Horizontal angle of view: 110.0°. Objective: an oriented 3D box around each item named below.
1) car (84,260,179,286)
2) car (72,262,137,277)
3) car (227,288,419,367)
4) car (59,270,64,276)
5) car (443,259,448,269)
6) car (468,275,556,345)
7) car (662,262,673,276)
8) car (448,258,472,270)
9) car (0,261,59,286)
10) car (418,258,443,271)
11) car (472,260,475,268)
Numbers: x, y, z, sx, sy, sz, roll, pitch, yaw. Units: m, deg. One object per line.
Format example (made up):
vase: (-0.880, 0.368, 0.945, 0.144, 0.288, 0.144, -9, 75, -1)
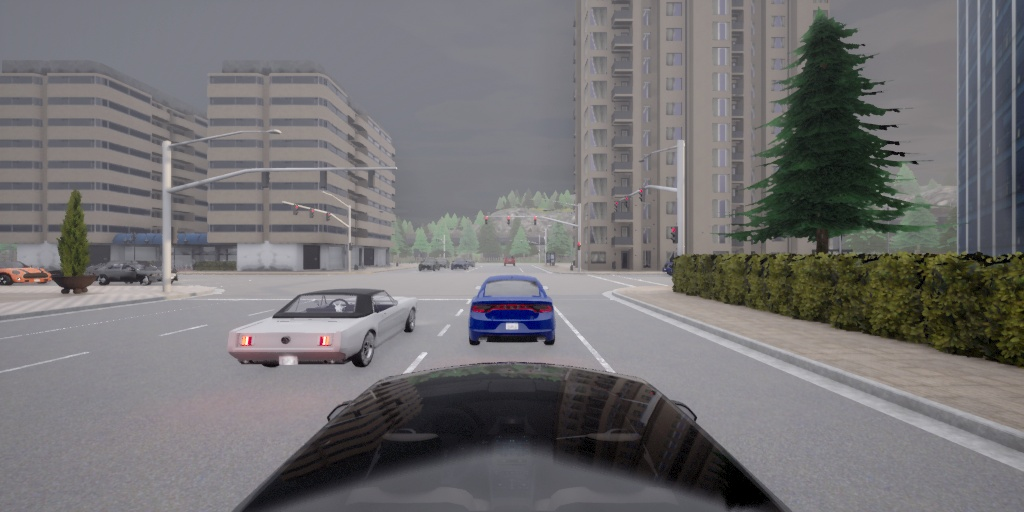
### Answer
car: (-25.946, 1.241, 24.780, 4.902, 1.511, 2.128, 0, 0, 1)
car: (-40.261, 1.314, 35.522, 4.181, 1.385, 1.994, 0, 0, 0)
car: (-3.496, 1.351, 7.841, 1.895, 1.301, 4.718, 0, 0, 0)
car: (-38.613, 1.351, 28.318, 4.718, 1.301, 1.895, 0, 0, 0)
car: (-11.081, 1.255, 57.002, 1.837, 1.490, 4.892, 0, 0, 0)
car: (-0.004, 1.228, 9.507, 1.882, 1.535, 5.008, 0, 0, 0)
car: (17.894, 0.971, 35.453, 5.566, 2.045, 2.150, 0, 0, 0)
car: (-7.544, 1.102, 52.136, 2.097, 1.767, 4.553, 0, 0, 0)
car: (-35.097, 1.102, 24.810, 4.553, 1.767, 2.097, 0, 0, 0)
car: (-11.010, 1.102, 47.918, 2.097, 1.767, 4.553, 0, 0, 0)
car: (-7.610, 1.297, 63.183, 2.033, 1.411, 5.357, 0, 0, 0)
